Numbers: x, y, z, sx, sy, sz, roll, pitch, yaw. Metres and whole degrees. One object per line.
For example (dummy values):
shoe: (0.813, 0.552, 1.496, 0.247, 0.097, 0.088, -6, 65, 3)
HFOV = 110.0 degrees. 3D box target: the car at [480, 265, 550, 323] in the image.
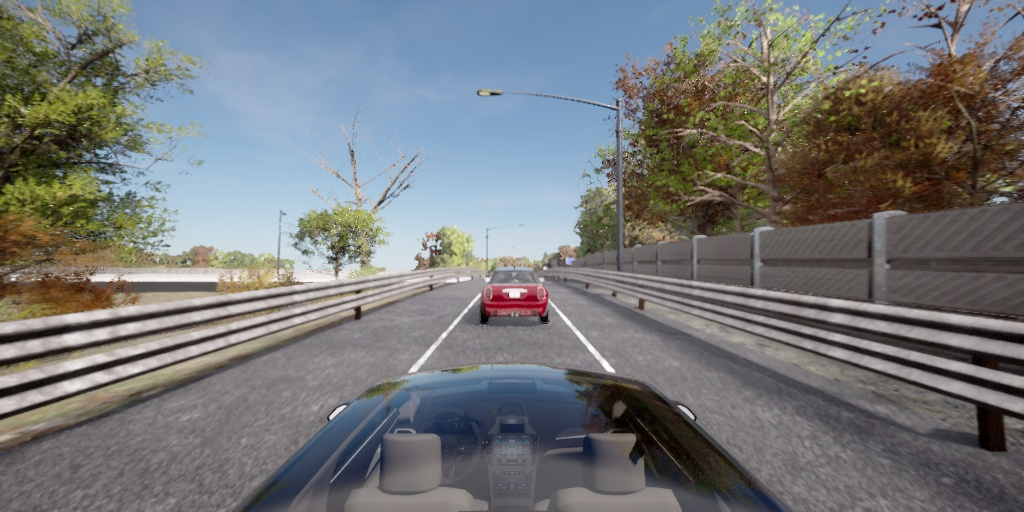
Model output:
car: (0.086, 1.173, 12.616, 2.097, 1.767, 4.553, 0, -1, 0)
